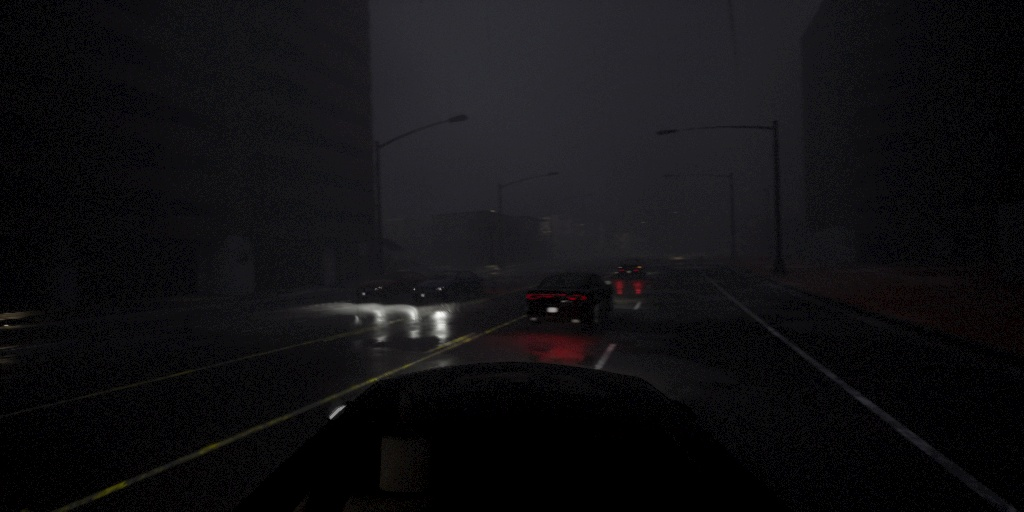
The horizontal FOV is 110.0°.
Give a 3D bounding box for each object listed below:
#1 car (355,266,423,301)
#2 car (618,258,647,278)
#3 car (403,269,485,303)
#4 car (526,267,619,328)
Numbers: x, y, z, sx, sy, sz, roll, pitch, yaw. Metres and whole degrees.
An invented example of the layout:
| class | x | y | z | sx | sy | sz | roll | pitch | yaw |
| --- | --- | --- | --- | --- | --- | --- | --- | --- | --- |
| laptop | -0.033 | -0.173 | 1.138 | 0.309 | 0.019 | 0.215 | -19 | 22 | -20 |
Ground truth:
| class | x | y | z | sx | sy | sz | roll | pitch | yaw |
| --- | --- | --- | --- | --- | --- | --- | --- | --- | --- |
| car | -6.205 | 1.513 | 19.403 | 1.812 | 1.442 | 4.674 | -2 | 0 | 24 |
| car | 9.491 | 0.885 | 28.408 | 1.812 | 1.442 | 4.674 | -2 | 1 | 24 |
| car | -3.009 | 1.423 | 17.980 | 1.812 | 1.442 | 4.674 | -2 | 0 | 24 |
| car | 2.064 | 1.236 | 11.678 | 1.882 | 1.535 | 5.008 | -2 | 0 | 24 |
